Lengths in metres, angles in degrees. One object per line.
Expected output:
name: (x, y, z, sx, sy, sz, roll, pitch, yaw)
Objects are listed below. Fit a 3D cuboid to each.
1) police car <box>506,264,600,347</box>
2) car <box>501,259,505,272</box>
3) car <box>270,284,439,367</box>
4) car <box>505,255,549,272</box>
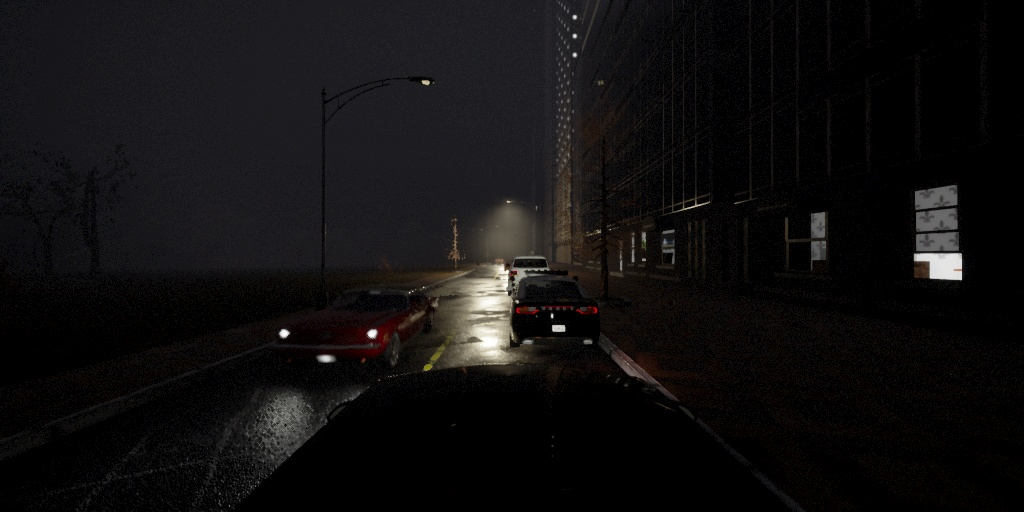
police car: (0.886, 1.175, 9.418, 1.930, 1.638, 5.238, 0, 0, 0)
car: (-0.053, 1.226, 47.535, 1.882, 1.535, 5.008, 0, 0, 0)
car: (-3.009, 1.351, 8.006, 1.895, 1.301, 4.718, 0, 0, 0)
car: (0.870, 0.975, 19.340, 2.150, 2.045, 5.566, 0, 0, 0)
